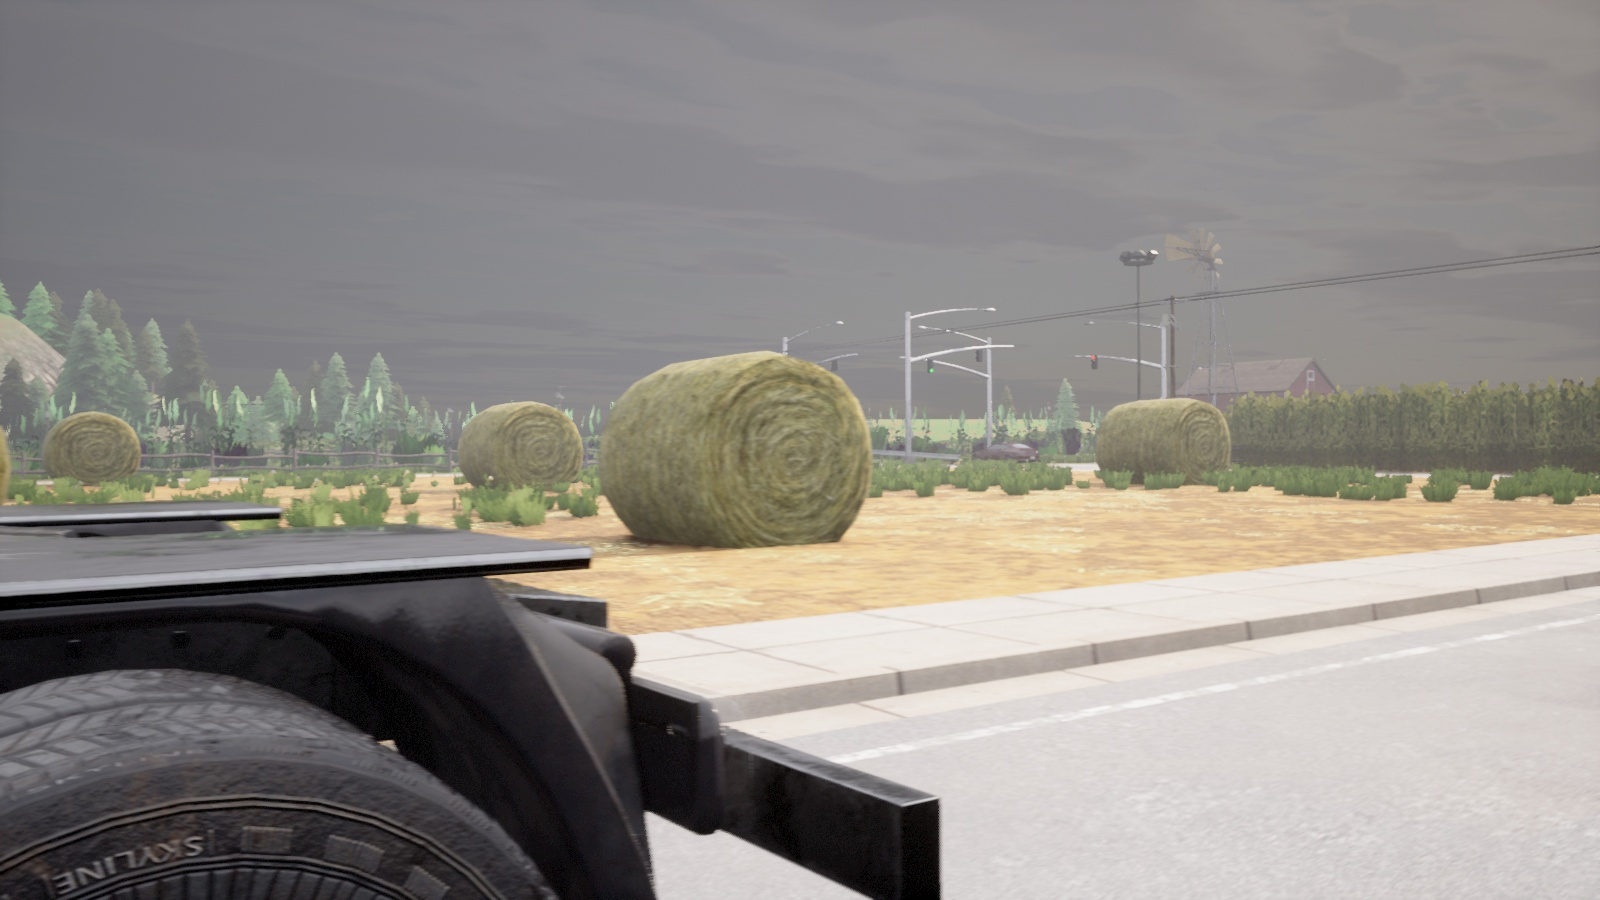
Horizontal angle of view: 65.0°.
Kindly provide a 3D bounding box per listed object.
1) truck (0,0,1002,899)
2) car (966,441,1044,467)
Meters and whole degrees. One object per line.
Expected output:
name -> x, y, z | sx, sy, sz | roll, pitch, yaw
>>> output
truck -> -3.756, -0.207, 1.033 | 7.936, 3.462, 2.891 | -1, 0, -35
car -> 11.805, 0.213, 72.689 | 1.812, 1.442, 4.674 | -1, 0, -32
